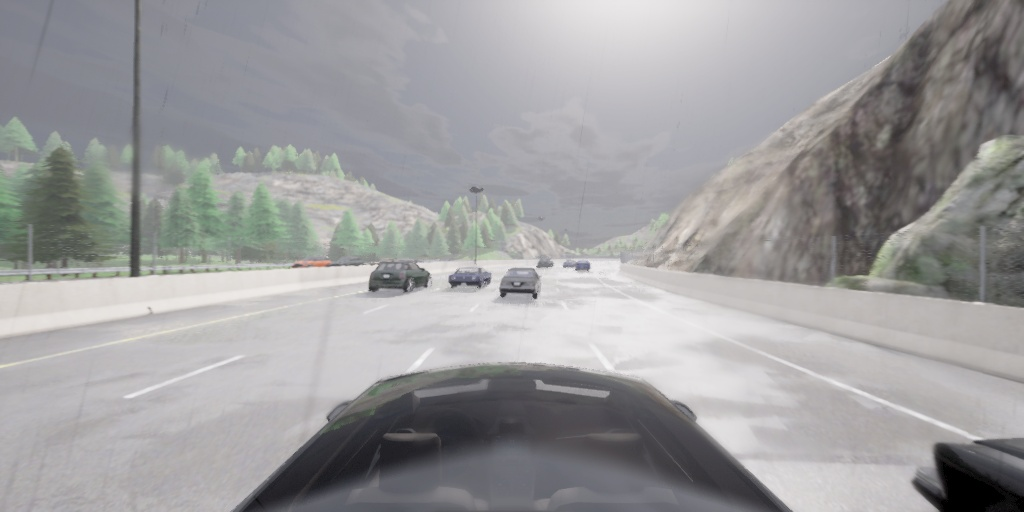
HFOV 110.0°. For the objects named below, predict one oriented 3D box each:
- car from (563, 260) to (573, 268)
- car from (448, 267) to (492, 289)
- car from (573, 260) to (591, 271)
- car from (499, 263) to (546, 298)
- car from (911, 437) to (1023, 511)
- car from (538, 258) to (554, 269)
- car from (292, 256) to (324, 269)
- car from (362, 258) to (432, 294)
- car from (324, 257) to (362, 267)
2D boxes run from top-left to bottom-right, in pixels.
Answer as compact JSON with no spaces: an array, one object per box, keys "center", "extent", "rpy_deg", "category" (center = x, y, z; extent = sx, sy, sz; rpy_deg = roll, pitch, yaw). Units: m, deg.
[{"center":[10.496,1.414,64.506],"extent":[2.033,1.411,5.357],"rpy_deg":[1,0,21],"category":"car"},{"center":[-2.505,1.323,22.797],"extent":[1.895,1.301,4.718],"rpy_deg":[1,0,6],"category":"car"},{"center":[10.520,1.345,52.606],"extent":[1.882,1.535,5.008],"rpy_deg":[0,0,17],"category":"car"},{"center":[0.542,1.303,18.672],"extent":[2.033,1.411,5.357],"rpy_deg":[1,0,7],"category":"car"},{"center":[3.578,1.391,0.171],"extent":[1.895,1.301,4.718],"rpy_deg":[1,0,0],"category":"car"},{"center":[5.786,1.166,60.840],"extent":[2.097,1.767,4.553],"rpy_deg":[1,0,18],"category":"car"},{"center":[-24.069,0.834,43.214],"extent":[2.097,1.767,4.553],"rpy_deg":[1,0,11],"category":"car"},{"center":[-6.081,1.034,20.051],"extent":[2.097,1.767,4.553],"rpy_deg":[1,0,5],"category":"car"},{"center":[-20.307,0.876,44.251],"extent":[2.097,1.767,4.553],"rpy_deg":[1,0,12],"category":"car"}]
